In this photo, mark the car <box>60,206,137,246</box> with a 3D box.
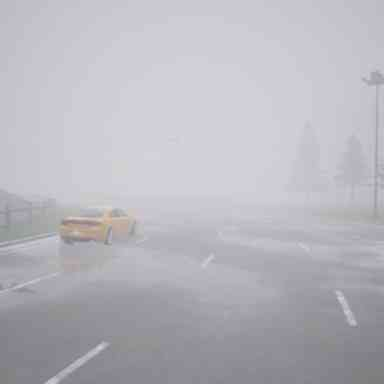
[{"bbox_3d":[-3.970,1.386,15.007,1.882,1.535,5.008,2,0,9],"label":"car"}]

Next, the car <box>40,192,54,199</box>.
[{"bbox_3d":[-35.130,0.833,80.385,5.008,1.535,1.882,1,0,42],"label":"car"}]

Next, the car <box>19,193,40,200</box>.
[{"bbox_3d":[-35.200,0.917,71.065,5.357,1.411,2.033,1,0,42],"label":"car"}]

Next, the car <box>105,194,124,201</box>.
[{"bbox_3d":[-15.946,1.127,67.957,4.892,1.490,1.837,1,0,42],"label":"car"}]
